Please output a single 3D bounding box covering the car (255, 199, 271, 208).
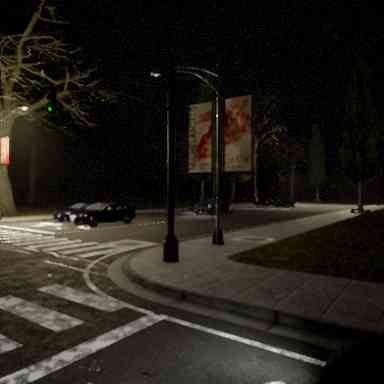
[{"bbox_3d":[11.829,1.775,53.300,1.895,1.301,4.718,1,0,35],"label":"car"}]

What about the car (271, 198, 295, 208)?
[{"bbox_3d":[14.315,1.704,51.189,1.837,1.490,4.892,1,-1,35],"label":"car"}]

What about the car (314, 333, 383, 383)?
[{"bbox_3d":[3.069,1.516,1.488,4.892,1.490,1.837,0,0,36],"label":"car"}]

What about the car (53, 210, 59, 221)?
[{"bbox_3d":[-8.174,1.512,24.962,1.994,1.385,4.181,1,0,36],"label":"car"}]

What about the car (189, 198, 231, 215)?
[{"bbox_3d":[2.108,1.392,33.941,2.097,1.767,4.553,1,0,35],"label":"car"}]

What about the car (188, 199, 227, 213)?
[{"bbox_3d":[1.882,1.587,39.282,2.033,1.411,5.357,1,0,35],"label":"car"}]

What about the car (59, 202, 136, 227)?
[{"bbox_3d":[-5.960,1.461,22.444,2.128,1.511,4.902,1,0,35],"label":"car"}]
